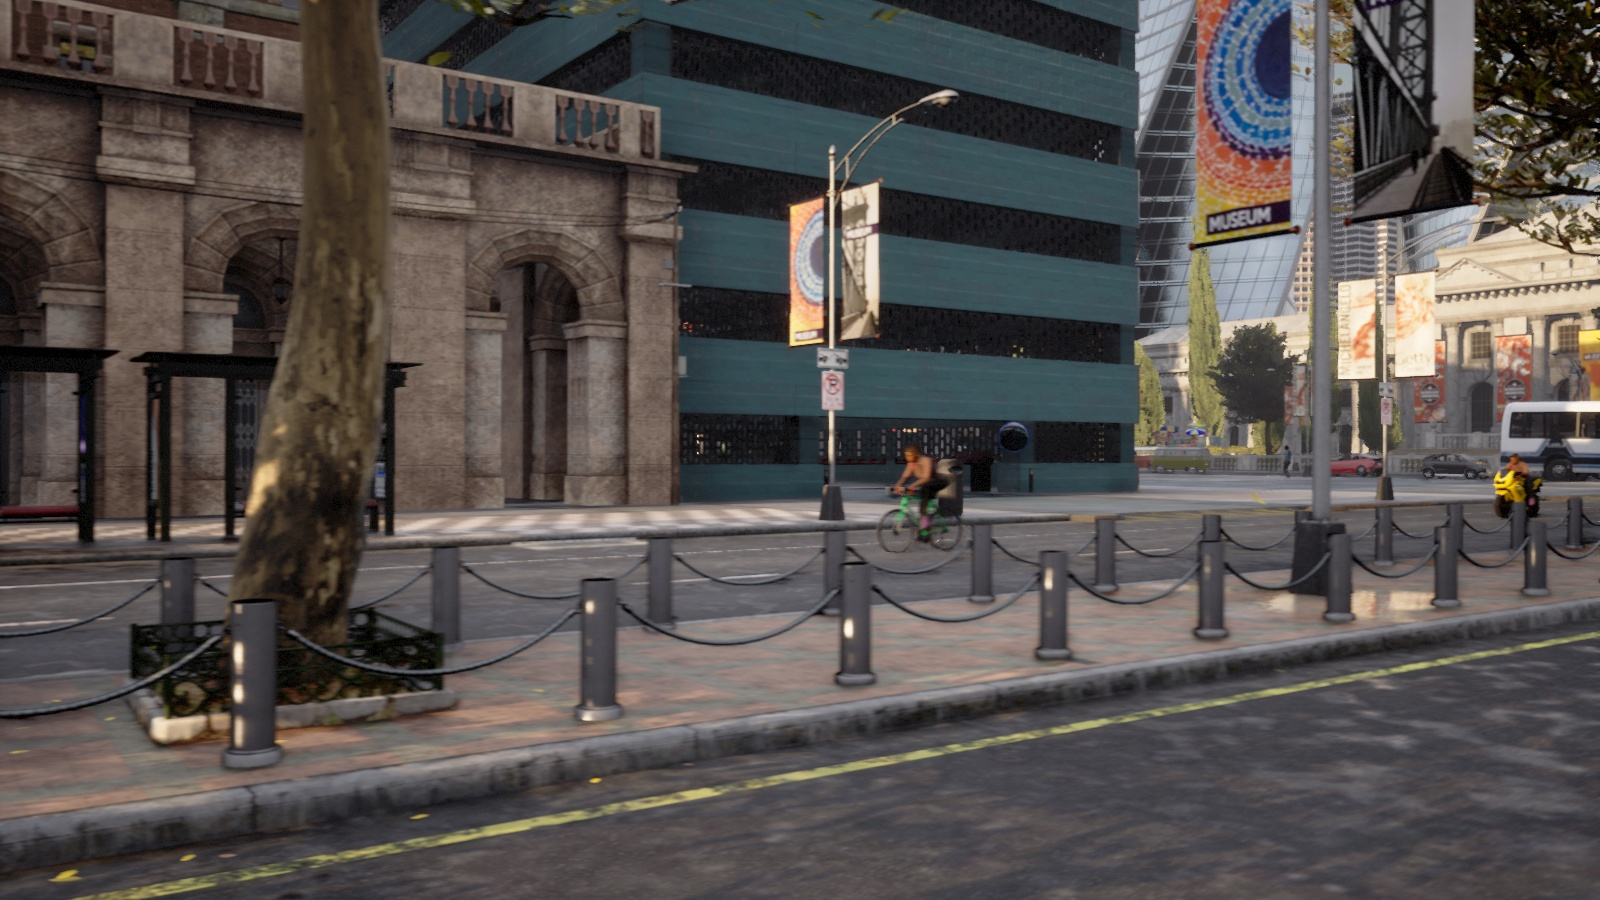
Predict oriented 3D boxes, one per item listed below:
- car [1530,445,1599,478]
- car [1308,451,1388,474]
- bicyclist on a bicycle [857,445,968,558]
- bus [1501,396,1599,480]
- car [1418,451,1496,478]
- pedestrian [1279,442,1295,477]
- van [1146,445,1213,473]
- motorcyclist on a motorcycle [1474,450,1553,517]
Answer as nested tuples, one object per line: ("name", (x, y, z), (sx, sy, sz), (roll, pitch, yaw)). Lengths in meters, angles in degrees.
("car", (44.848, 0.643, 72.129), (1.932, 1.855, 4.605), (0, 1, -34))
("car", (36.601, 0.816, 83.959), (2.007, 1.525, 4.514), (0, 0, -35))
("bicyclist on a bicycle", (1.701, 0.740, 18.850), (1.656, 1.620, 0.582), (0, 0, -35))
("bus", (42.262, -0.568, 64.344), (3.944, 4.253, 10.273), (1, 0, -42))
("car", (38.950, 0.815, 74.486), (1.789, 1.549, 3.705), (0, 0, -35))
("pedestrian", (26.623, 0.510, 68.691), (0.396, 1.930, 0.692), (0, 0, -37))
("van", (28.291, 0.663, 93.780), (4.442, 1.987, 1.775), (0, 0, 43))
("motorcyclist on a motorcycle", (16.668, 0.762, 29.326), (2.044, 1.523, 0.797), (0, 0, -35))
